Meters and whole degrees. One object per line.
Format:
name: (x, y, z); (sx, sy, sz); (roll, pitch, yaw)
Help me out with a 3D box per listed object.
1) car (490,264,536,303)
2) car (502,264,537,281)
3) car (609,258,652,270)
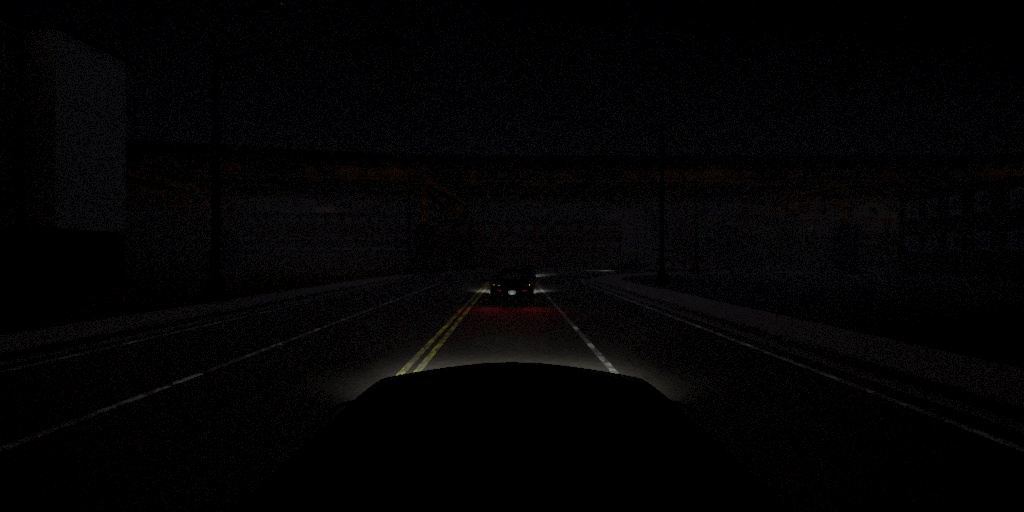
car: (0.000, 1.283, 16.500); (1.812, 1.442, 4.674); (0, 0, 0)
car: (0.756, 1.366, 30.999); (1.895, 1.301, 4.718); (0, 0, 15)
car: (16.431, 1.352, 50.416); (5.357, 1.411, 2.033); (0, 0, -17)
